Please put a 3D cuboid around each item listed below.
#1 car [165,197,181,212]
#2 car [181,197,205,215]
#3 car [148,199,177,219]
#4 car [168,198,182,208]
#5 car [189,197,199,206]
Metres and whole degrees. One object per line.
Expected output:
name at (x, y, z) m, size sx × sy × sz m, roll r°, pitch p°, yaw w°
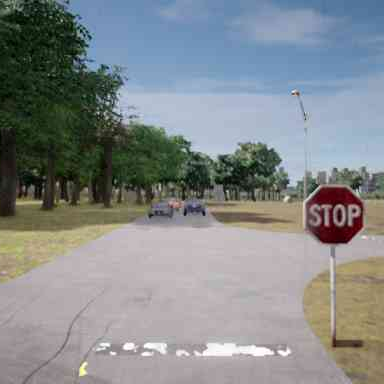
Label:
car at (-2.654, 1.443, 40.904) m, size 2.097 × 1.767 × 4.553 m, roll 0°, pitch 0°, yaw 0°
car at (0.254, 1.410, 34.695) m, size 2.097 × 1.767 × 4.553 m, roll 0°, pitch 0°, yaw 0°
car at (-2.712, 1.601, 29.553) m, size 1.994 × 1.385 × 4.181 m, roll 0°, pitch 0°, yaw 1°
car at (-2.588, 1.662, 51.498) m, size 1.837 × 1.490 × 4.892 m, roll 0°, pitch 0°, yaw 0°
car at (0.370, 1.730, 61.073) m, size 1.837 × 1.490 × 4.892 m, roll 0°, pitch 0°, yaw 0°
